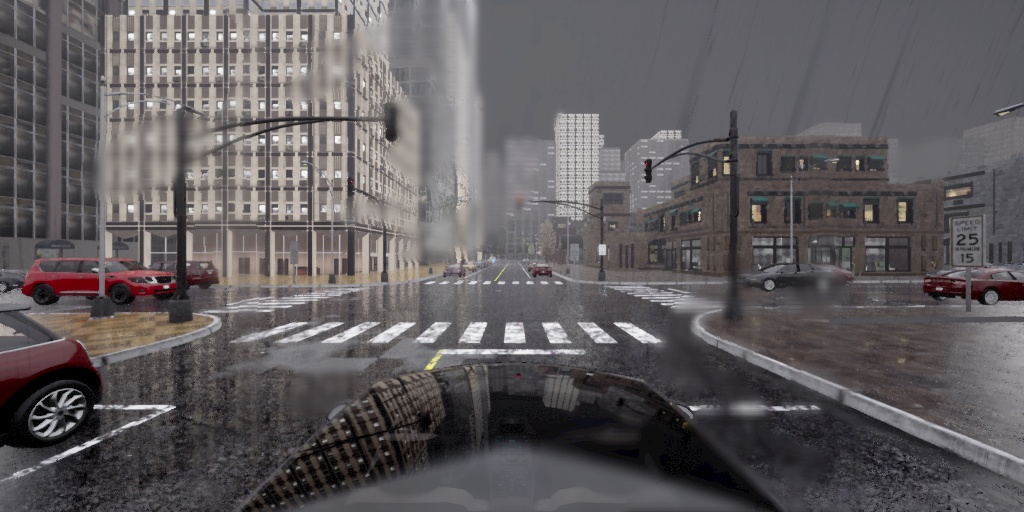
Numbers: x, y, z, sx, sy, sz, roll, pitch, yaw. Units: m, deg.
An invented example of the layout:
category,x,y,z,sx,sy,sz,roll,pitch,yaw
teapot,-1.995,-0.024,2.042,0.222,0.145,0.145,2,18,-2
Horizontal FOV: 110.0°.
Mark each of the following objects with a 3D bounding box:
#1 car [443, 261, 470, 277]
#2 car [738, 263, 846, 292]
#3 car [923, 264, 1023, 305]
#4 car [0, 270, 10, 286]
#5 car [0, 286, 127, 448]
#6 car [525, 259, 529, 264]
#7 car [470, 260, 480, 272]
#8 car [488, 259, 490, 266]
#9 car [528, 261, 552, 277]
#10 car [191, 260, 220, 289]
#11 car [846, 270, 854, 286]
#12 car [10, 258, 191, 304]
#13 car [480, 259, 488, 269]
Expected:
category,x,y,z,sx,sy,sz,roll,pitch,yaw
car,-5.523,1.341,34.773,1.802,1.307,4.207,0,0,0
car,15.142,1.147,19.960,4.892,1.490,1.837,0,0,-1
car,19.136,1.153,14.206,4.507,1.381,1.888,0,0,-1
car,-31.400,1.445,19.489,4.902,1.511,2.128,0,0,0
car,-5.691,1.190,2.306,1.967,1.591,4.097,0,0,0
car,2.915,1.348,45.811,1.802,1.307,4.207,0,0,0
car,-5.466,1.291,45.684,1.751,1.417,4.829,0,0,0
car,-5.379,1.344,62.476,1.948,1.339,4.313,0,0,0
car,2.859,1.304,34.729,1.888,1.381,4.507,0,0,0
car,-21.019,1.203,22.189,5.009,1.841,2.192,0,0,-1
car,19.053,1.202,22.586,4.207,1.307,1.802,0,0,-1
car,-18.590,1.087,16.425,5.566,2.045,2.150,0,0,-1
car,-5.407,1.324,56.936,2.007,1.370,4.403,0,0,0
